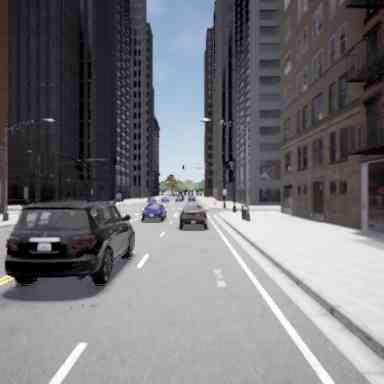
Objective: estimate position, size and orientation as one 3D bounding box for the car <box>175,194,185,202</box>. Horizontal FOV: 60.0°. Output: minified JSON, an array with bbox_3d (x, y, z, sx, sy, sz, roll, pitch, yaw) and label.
[{"bbox_3d":[-3.290,1.877,85.449,2.128,1.511,4.902,0,0,0],"label":"car"}]

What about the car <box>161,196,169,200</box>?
[{"bbox_3d":[-6.538,1.821,81.092,1.882,1.535,5.008,0,0,0],"label":"car"}]

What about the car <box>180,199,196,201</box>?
[{"bbox_3d":[0.056,1.702,34.466,2.033,1.411,5.357,0,0,0],"label":"car"}]

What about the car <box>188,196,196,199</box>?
[{"bbox_3d":[-0.040,1.710,86.221,2.097,1.767,4.553,0,0,0],"label":"car"}]

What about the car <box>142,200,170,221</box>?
[{"bbox_3d":[-3.164,1.656,28.408,1.812,1.442,4.674,0,0,0],"label":"car"}]

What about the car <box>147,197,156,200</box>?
[{"bbox_3d":[-9.788,1.867,81.091,1.812,1.442,4.674,0,0,0],"label":"car"}]

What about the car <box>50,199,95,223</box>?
[{"bbox_3d":[-9.814,1.481,27.754,2.097,1.767,4.553,0,0,1],"label":"car"}]

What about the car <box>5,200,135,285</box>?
[{"bbox_3d":[-3.155,1.271,9.791,2.150,2.045,5.566,0,0,0],"label":"car"}]

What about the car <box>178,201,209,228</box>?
[{"bbox_3d":[0.089,1.613,22.957,1.837,1.490,4.892,0,0,0],"label":"car"}]
